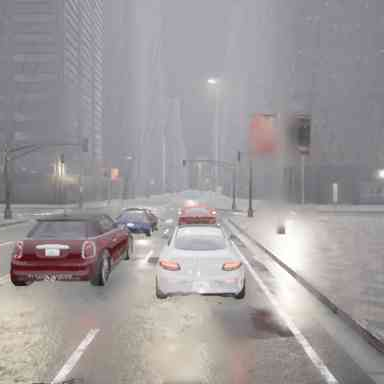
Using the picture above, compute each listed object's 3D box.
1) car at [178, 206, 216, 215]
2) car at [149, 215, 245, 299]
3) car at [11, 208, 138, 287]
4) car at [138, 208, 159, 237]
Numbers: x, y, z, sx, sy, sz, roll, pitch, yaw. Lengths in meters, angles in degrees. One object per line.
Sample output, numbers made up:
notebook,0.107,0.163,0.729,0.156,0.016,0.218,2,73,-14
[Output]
car,0.263,1.470,17.638,1.882,1.535,5.008,0,0,0
car,0.183,1.524,8.309,1.812,1.442,4.674,0,0,0
car,-3.070,1.351,9.487,2.097,1.767,4.553,0,0,1
car,-2.984,1.556,18.129,1.994,1.385,4.181,0,0,1
